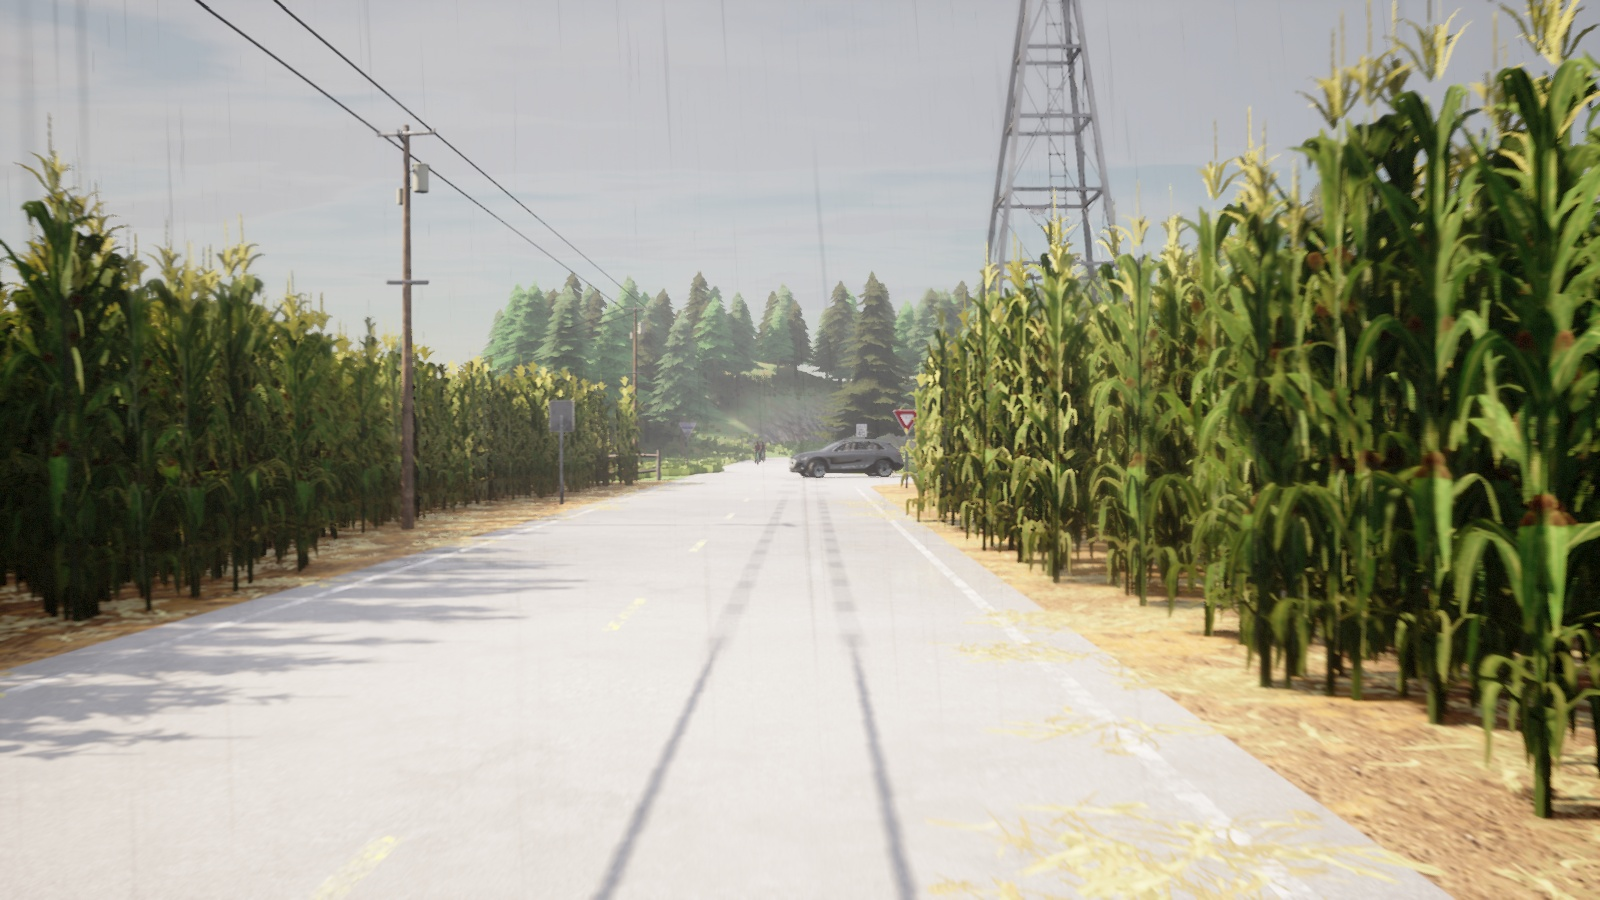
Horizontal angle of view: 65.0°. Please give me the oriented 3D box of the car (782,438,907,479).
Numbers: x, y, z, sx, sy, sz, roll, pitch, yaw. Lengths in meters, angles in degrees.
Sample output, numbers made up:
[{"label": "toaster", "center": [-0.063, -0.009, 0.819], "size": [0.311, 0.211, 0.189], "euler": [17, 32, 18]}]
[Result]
[{"label": "car", "center": [1.870, 0.356, 52.820], "size": [4.856, 1.649, 2.033], "euler": [0, 0, -16]}]
